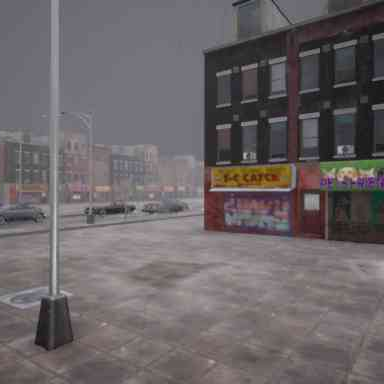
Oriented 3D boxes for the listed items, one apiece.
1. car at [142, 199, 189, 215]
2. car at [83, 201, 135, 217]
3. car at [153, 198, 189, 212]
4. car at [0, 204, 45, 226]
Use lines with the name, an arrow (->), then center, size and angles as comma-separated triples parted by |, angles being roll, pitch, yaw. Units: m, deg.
car -> -2.514, 1.458, 32.501 | 2.033, 1.411, 5.357 | 0, 0, 35
car -> -7.538, 1.520, 30.503 | 1.895, 1.301, 4.718 | 0, 0, 36
car -> -2.346, 1.451, 37.850 | 1.994, 1.385, 4.181 | 0, 0, 35
car -> -12.580, 1.515, 23.366 | 1.994, 1.385, 4.181 | 0, 0, 36
